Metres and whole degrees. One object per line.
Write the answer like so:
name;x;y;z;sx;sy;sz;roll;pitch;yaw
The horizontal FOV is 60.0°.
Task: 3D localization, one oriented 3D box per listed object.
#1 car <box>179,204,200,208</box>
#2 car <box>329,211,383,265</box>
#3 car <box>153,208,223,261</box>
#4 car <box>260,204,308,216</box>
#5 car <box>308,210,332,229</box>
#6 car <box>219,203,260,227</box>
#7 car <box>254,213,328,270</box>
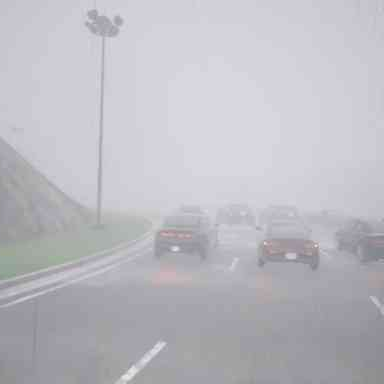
car;-0.264;1.709;25.579;1.837;1.490;4.892;2;0;-10
car;6.939;1.758;12.705;1.882;1.535;5.008;1;-1;9
car;-0.078;1.609;12.979;1.837;1.490;4.892;1;-1;11
car;6.743;1.735;25.945;2.097;1.767;4.553;2;-1;-9
car;10.355;2.073;25.647;1.895;1.301;4.718;2;0;-9
car;3.243;1.644;25.721;2.097;1.767;4.553;2;-1;-10
car;3.265;1.706;11.818;1.812;1.442;4.674;1;-1;10
